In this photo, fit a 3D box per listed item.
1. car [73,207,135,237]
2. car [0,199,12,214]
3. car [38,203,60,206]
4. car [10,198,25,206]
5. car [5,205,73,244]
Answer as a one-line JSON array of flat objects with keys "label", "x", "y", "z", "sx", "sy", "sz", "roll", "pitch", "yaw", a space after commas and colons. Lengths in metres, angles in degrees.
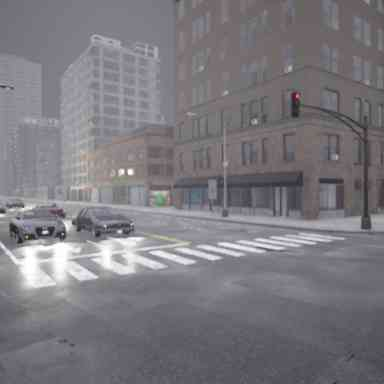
[{"label": "car", "x": -4.982, "y": 1.505, "z": 18.038, "sx": 2.033, "sy": 1.411, "sz": 5.357, "roll": -1, "pitch": 0, "yaw": -35}, {"label": "car", "x": -20.275, "y": 1.550, "z": 34.161, "sx": 2.033, "sy": 1.411, "sz": 5.357, "roll": -1, "pitch": 0, "yaw": -35}, {"label": "car", "x": -12.088, "y": 1.569, "z": 28.147, "sx": 1.895, "sy": 1.301, "sz": 4.718, "roll": -1, "pitch": 0, "yaw": -35}, {"label": "car", "x": -24.183, "y": 1.535, "z": 45.509, "sx": 2.033, "sy": 1.411, "sz": 5.357, "roll": -1, "pitch": 0, "yaw": -35}, {"label": "car", "x": -7.421, "y": 1.546, "z": 15.854, "sx": 1.994, "sy": 1.385, "sz": 4.181, "roll": -1, "pitch": 0, "yaw": -35}]
